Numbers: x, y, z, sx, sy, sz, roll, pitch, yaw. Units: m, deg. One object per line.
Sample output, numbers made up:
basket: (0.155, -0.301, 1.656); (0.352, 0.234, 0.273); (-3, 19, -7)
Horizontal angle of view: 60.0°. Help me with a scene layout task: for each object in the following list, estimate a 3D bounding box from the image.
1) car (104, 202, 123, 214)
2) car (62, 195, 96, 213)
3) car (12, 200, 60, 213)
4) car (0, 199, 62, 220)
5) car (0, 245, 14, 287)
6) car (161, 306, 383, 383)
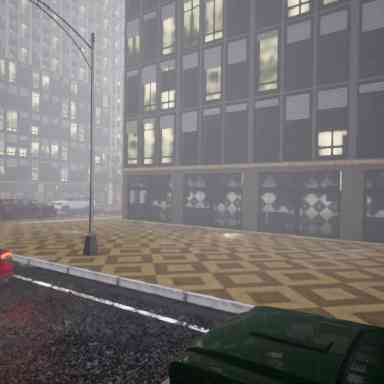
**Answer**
car: (-8.036, 1.827, 39.135); (1.752, 1.417, 4.829); (1, 0, 36)
car: (-14.351, 1.407, 40.293); (2.150, 2.045, 5.566); (1, 0, 36)
car: (-18.331, 1.639, 39.271); (1.752, 1.417, 4.829); (1, 0, 36)
car: (-14.809, 1.516, 29.906); (2.192, 1.841, 5.009); (1, 0, 36)
car: (-6.058, 1.520, 7.966); (4.674, 1.442, 1.812); (0, 0, 35)
car: (2.055, 1.601, 2.220); (4.718, 1.301, 1.895); (0, 0, 35)
